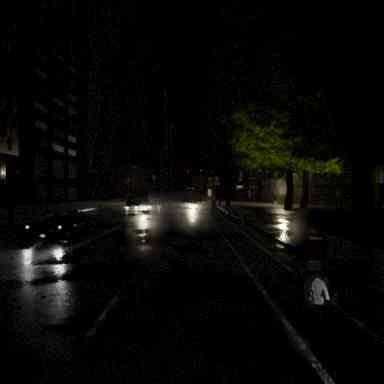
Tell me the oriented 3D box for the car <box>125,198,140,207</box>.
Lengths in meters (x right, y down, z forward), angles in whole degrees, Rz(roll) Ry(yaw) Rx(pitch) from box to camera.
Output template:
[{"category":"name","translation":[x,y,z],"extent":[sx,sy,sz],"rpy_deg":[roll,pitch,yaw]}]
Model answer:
[{"category":"car","translation":[-9.790,1.722,55.486],"extent":[1.812,1.442,4.674],"rpy_deg":[0,0,1]}]

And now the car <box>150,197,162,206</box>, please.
[{"category":"car","translation":[-6.498,1.762,60.111],"extent":[1.837,1.490,4.892],"rpy_deg":[0,0,0]}]

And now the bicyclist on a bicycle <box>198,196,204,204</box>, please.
[{"category":"bicyclist on a bicycle","translation":[2.273,1.653,72.898],"extent":[0.659,1.776,1.843],"rpy_deg":[0,0,0]}]

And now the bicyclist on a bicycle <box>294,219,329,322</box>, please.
[{"category":"bicyclist on a bicycle","translation":[2.237,1.387,6.397],"extent":[0.659,1.776,1.843],"rpy_deg":[0,0,0]}]

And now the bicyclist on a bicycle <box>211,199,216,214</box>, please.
[{"category":"bicyclist on a bicycle","translation":[2.269,1.554,34.861],"extent":[0.582,1.620,1.656],"rpy_deg":[0,0,0]}]

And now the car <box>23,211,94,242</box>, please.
[{"category":"car","translation":[-6.601,1.643,16.937],"extent":[1.895,1.301,4.718],"rpy_deg":[0,0,0]}]
